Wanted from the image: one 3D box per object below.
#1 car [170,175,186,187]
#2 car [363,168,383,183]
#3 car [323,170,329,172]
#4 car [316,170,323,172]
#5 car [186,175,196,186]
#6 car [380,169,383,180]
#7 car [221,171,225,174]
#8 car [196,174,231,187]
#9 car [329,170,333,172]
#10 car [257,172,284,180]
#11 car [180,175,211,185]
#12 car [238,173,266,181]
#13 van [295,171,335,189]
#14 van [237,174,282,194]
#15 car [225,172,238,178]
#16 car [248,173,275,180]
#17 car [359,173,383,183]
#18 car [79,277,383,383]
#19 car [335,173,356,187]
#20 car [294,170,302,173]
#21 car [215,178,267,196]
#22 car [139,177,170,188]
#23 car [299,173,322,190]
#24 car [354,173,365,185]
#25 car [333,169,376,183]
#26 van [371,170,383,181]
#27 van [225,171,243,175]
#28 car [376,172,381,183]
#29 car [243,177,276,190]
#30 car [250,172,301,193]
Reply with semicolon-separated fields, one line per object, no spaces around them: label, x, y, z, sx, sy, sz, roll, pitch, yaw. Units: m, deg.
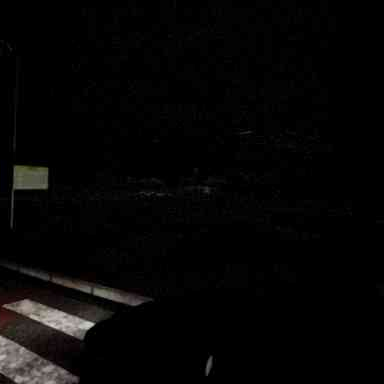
car;-3.950;-1.696;53.175;4.792;1.488;2.163;2;5;30
car;31.860;-2.704;59.493;5.566;2.045;2.435;4;7;31
car;30.156;-4.612;80.963;4.553;1.767;2.185;2;6;31
car;27.857;-4.278;79.166;4.674;1.452;2.002;2;5;31
car;-1.681;-2.037;55.028;4.553;1.767;2.185;2;6;30
car;41.164;-3.444;67.007;5.566;2.045;2.435;4;7;31
car;2.868;-2.411;58.767;4.553;1.767;2.185;2;6;30
car;3.457;-1.625;52.383;4.674;1.442;1.812;-4;7;-36
car;32.422;-4.656;82.827;5.008;1.535;2.097;2;6;31
car;16.469;-3.403;69.944;5.008;1.535;2.097;2;5;31
car;0.544;-2.072;56.943;4.792;1.488;2.163;2;6;30
car;11.925;-3.032;66.242;5.008;1.535;2.097;2;5;31
van;17.764;-1.551;48.324;4.442;1.987;1.878;4;7;32
van;8.261;-0.814;41.025;4.442;1.987;1.878;4;7;32
car;5.116;-2.475;60.671;5.008;1.535;2.097;2;5;30
car;14.227;-3.187;68.074;4.792;1.488;2.163;2;5;31
car;34.000;-2.659;61.504;5.366;1.575;1.946;4;7;31
car;1.177;1.477;2.596;5.008;1.535;1.882;0;0;36
car;22.410;-1.702;52.072;4.892;1.521;2.231;4;7;32
car;21.026;-3.770;73.623;4.892;1.521;2.231;2;6;31
car;5.783;-0.413;39.291;5.008;1.535;2.097;4;7;32
car;-6.249;-1.499;51.317;4.674;1.452;2.002;2;5;30
car;15.262;-1.275;46.584;4.553;1.767;2.185;4;7;32
car;24.796;-1.860;53.918;4.792;1.488;2.163;4;7;32
car;27.164;-2.327;55.748;5.566;2.045;2.435;4;7;31
van;36.588;-3.051;63.209;4.442;1.987;1.878;4;7;31
van;7.287;-2.889;62.567;4.442;1.987;1.878;2;6;31
car;29.494;-2.266;57.660;4.892;1.521;2.231;4;7;31
car;9.707;-1.309;48.206;1.882;1.535;5.008;-3;6;-27
car;10.508;-1.031;42.916;5.566;2.045;2.435;4;7;32
